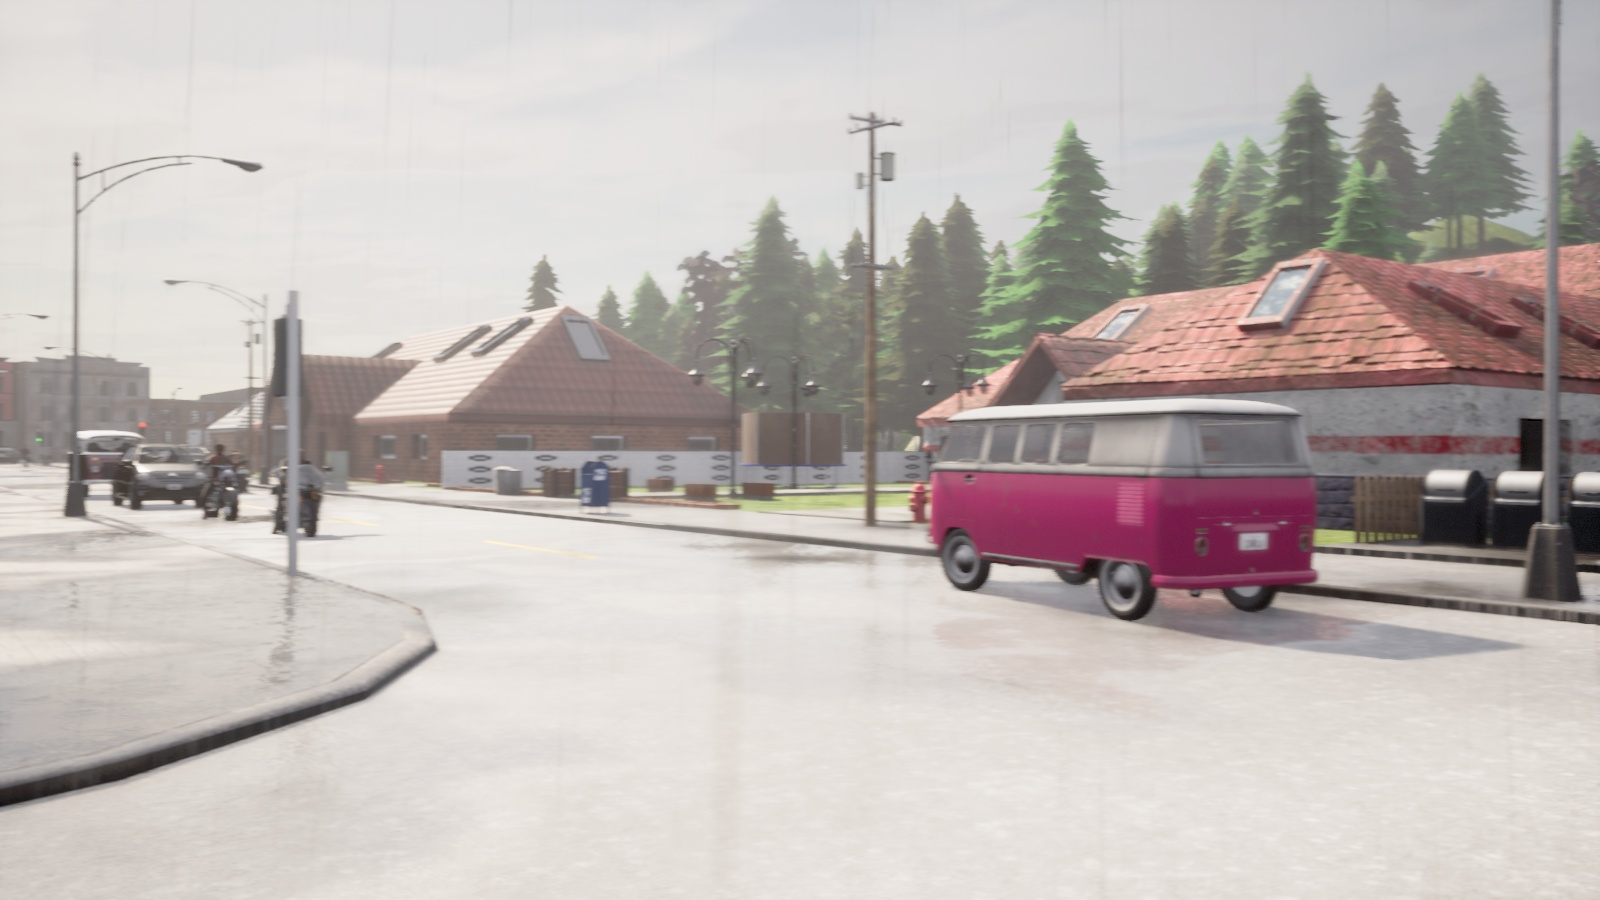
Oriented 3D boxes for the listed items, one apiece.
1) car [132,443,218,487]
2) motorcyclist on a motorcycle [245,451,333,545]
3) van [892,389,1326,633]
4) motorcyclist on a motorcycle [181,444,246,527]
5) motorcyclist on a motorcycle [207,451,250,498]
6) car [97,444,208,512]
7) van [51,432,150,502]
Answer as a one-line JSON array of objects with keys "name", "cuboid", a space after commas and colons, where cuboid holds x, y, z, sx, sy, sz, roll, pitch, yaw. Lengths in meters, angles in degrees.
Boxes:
[{"name": "car", "cuboid": [-24.543, 0.554, 49.241, 2.152, 1.651, 5.027, 0, 0, -37]}, {"name": "motorcyclist on a motorcycle", "cuboid": [-8.865, 0.792, 21.744, 0.866, 1.530, 2.191, 0, 0, -37]}, {"name": "van", "cuboid": [2.822, 0.499, 12.596, 1.775, 1.987, 4.442, 0, 0, -27]}, {"name": "motorcyclist on a motorcycle", "cuboid": [-12.297, 0.711, 26.308, 0.766, 1.649, 2.350, 0, 0, -37]}, {"name": "motorcyclist on a motorcycle", "cuboid": [-19.149, 0.805, 42.071, 0.866, 1.530, 2.191, 0, 0, -37]}, {"name": "car", "cuboid": [-16.490, 0.663, 31.882, 1.851, 1.617, 3.988, 0, 0, -37]}, {"name": "van", "cuboid": [-21.591, 0.494, 38.663, 2.069, 2.038, 4.480, 0, 0, -37]}]
